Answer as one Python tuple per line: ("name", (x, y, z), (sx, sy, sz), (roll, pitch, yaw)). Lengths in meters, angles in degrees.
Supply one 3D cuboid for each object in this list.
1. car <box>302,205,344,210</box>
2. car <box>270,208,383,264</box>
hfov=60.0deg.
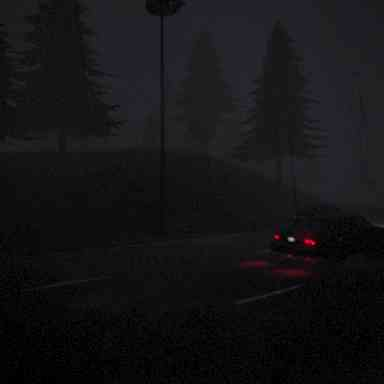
("car", (7.212, 1.421, 17.506), (4.902, 1.511, 2.128), (0, 0, -35))
("car", (5.113, 1.500, 11.717), (5.357, 1.411, 2.033), (0, 0, -35))
